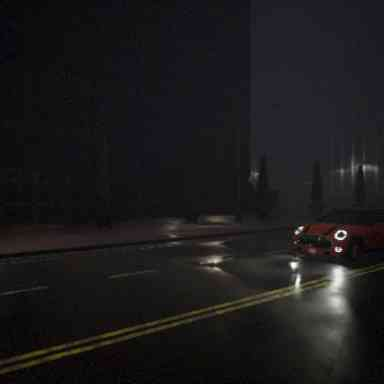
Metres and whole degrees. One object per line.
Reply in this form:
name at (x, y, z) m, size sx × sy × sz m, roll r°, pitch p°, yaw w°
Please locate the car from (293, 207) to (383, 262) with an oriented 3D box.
car at (5.837, 1.372, 12.343) m, size 4.553 × 1.767 × 2.097 m, roll 0°, pitch 0°, yaw -35°
